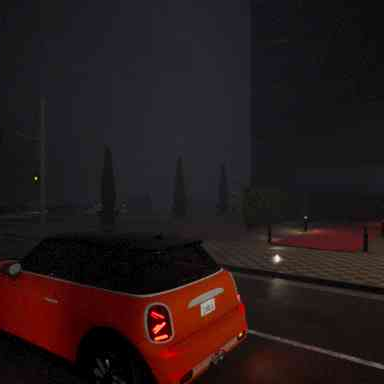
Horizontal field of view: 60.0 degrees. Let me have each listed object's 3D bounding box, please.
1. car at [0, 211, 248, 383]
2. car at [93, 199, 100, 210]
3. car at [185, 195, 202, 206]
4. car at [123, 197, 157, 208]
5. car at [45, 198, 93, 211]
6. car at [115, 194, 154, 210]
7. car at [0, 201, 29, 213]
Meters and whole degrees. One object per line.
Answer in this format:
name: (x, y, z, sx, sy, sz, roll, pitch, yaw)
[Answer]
car: (-1.544, 1.352, 5.095, 4.553, 1.767, 2.097, 0, 0, 36)
car: (-13.648, 1.491, 40.902, 2.128, 1.511, 4.902, 0, 0, 36)
car: (-0.586, 1.526, 52.942, 1.812, 1.442, 4.674, 0, 0, 36)
car: (-7.676, 1.490, 49.144, 2.128, 1.511, 4.902, 0, 0, 36)
car: (-13.323, 1.601, 35.381, 1.895, 1.301, 4.718, 0, 0, 36)
car: (-7.595, 1.221, 43.291, 2.150, 2.045, 5.566, 0, 0, 36)
car: (-19.107, 1.601, 33.357, 1.895, 1.301, 4.718, 0, 0, 36)
